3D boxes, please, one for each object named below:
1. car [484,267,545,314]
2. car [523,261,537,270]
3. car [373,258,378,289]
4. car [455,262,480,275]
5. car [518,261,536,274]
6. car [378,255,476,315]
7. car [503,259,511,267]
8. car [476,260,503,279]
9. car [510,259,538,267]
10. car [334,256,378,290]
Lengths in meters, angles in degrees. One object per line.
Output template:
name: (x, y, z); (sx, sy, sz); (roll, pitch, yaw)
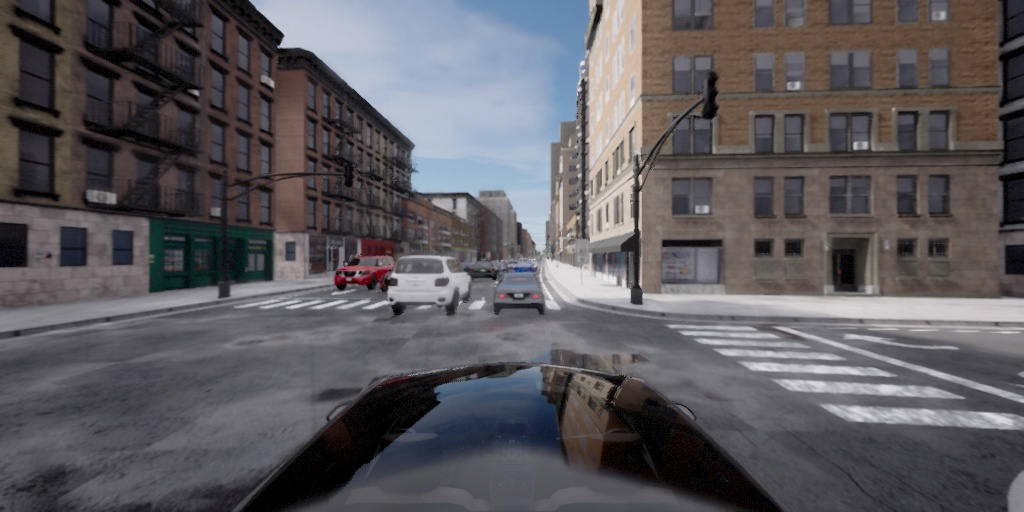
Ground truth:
car: (0.290, 1.321, 13.980); (2.033, 1.411, 5.357); (0, 0, 2)
car: (2.743, 1.396, 53.684); (1.895, 1.301, 4.718); (0, 0, 5)
car: (-6.137, 1.130, 21.435); (2.097, 1.767, 4.553); (0, 0, 3)
car: (-4.975, 1.352, 40.249); (1.994, 1.385, 4.181); (0, 0, 4)
car: (1.903, 1.357, 44.081); (1.994, 1.385, 4.181); (0, 0, 5)
car: (-2.949, 0.993, 13.952); (2.150, 2.045, 5.566); (0, 0, 2)
car: (-1.473, 1.338, 42.768); (2.033, 1.411, 5.357); (0, 0, 5)
car: (-2.211, 1.140, 30.451); (2.097, 1.767, 4.553); (0, 0, 2)
car: (1.114, 1.268, 32.113); (1.882, 1.535, 5.008); (0, 0, 3)
car: (-9.304, 0.999, 23.333); (2.150, 2.045, 5.566); (0, 0, 1)
